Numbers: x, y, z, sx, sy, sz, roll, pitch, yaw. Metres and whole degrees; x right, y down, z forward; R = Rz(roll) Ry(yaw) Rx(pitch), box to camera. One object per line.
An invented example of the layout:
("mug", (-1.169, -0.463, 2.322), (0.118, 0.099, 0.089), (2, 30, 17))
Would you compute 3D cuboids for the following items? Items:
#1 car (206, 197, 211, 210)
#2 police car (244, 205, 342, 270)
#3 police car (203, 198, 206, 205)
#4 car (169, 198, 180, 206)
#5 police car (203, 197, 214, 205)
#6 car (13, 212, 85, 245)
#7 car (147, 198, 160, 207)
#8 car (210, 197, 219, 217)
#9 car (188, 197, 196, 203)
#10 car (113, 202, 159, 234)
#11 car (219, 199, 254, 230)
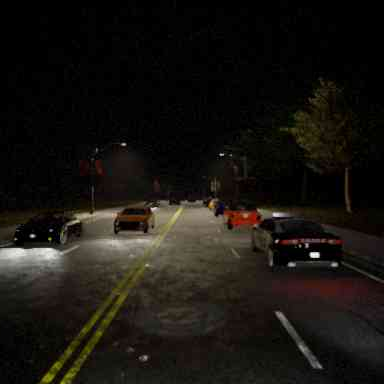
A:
("car", (3.252, 1.673, 44.478), (1.801, 1.575, 5.366), (0, 0, 0))
("police car", (3.251, 1.477, 11.394), (1.930, 1.638, 5.238), (0, 0, 0))
("police car", (3.252, 1.700, 55.400), (1.930, 1.638, 5.238), (0, 0, 0))
("car", (-3.284, 1.787, 61.877), (1.882, 1.535, 5.008), (0, 0, 1))
("police car", (3.253, 1.759, 66.401), (1.930, 1.638, 5.238), (0, 0, 0))
("car", (-6.599, 1.637, 15.753), (1.994, 1.385, 4.181), (0, 0, 0))
("car", (-6.557, 1.771, 56.323), (2.128, 1.511, 4.902), (0, 0, 0))
("car", (3.252, 1.511, 33.257), (2.097, 1.767, 4.553), (0, 0, 0))
("car", (0.003, 1.764, 74.891), (2.033, 1.411, 5.357), (0, 0, 0))
("car", (-3.348, 1.571, 20.008), (1.882, 1.535, 5.008), (0, 0, 0))
("car", (3.251, 1.457, 22.255), (2.097, 1.767, 4.553), (0, 0, 0))
